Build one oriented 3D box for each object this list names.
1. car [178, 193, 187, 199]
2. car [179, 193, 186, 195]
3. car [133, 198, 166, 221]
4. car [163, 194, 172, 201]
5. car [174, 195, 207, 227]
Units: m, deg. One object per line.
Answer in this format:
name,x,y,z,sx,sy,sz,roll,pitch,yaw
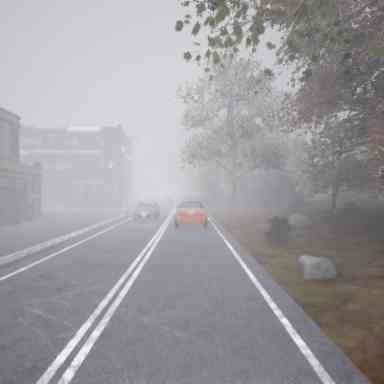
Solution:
car,-2.264,0.923,77.735,2.033,1.411,5.357,0,1,-3
car,-0.550,1.285,41.823,2.097,1.767,4.553,0,0,-2
car,-3.532,1.465,26.718,2.128,1.511,4.902,0,0,-1
car,-5.162,1.149,71.192,1.882,1.535,5.008,0,1,-3
car,-0.095,1.332,22.772,2.097,1.767,4.553,0,0,-1
